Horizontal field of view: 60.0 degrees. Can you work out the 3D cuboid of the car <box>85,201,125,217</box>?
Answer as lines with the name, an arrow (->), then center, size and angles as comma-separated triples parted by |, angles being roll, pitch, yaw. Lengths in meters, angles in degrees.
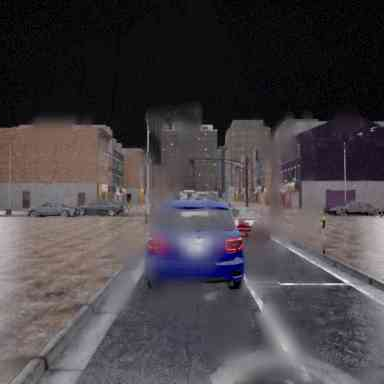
car -> -8.930, 1.613, 31.823 | 4.892, 1.490, 1.837 | 0, -2, 0

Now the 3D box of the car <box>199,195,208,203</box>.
car -> 2.769, 1.754, 81.640 | 2.192, 1.841, 5.009 | 1, -1, 0

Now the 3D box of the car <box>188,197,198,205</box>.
car -> 0.193, 1.810, 69.673 | 2.128, 1.511, 4.902 | 0, -1, 0

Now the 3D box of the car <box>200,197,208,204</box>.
car -> 2.758, 1.910, 76.369 | 1.752, 1.417, 4.829 | 1, -1, 0

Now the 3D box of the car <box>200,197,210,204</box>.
car -> 2.750, 1.857, 70.932 | 1.752, 1.417, 4.829 | 1, -1, 0

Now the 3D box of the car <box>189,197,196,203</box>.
car -> 0.114, 1.969, 84.401 | 1.837, 1.490, 4.892 | 0, -1, 0

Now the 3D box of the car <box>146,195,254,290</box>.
car -> 0.053, 1.230, 9.225 | 2.150, 2.045, 5.566 | 0, 0, -1

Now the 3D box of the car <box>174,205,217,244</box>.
car -> 0.118, 1.499, 17.015 | 1.882, 1.535, 5.008 | 0, 0, -1

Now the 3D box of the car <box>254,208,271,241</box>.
car -> 2.683, 1.462, 16.829 | 1.967, 1.590, 4.097 | 2, 0, 0

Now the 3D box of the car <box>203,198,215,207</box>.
car -> 2.729, 1.715, 54.619 | 1.752, 1.417, 4.829 | 1, 0, 0

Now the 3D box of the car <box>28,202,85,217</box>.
car -> -11.934, 1.590, 28.895 | 4.181, 1.385, 1.994 | 0, -2, 0

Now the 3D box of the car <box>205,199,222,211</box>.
car -> 2.714, 1.683, 43.576 | 1.947, 1.339, 4.313 | 1, 0, 0

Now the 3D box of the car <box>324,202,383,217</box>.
car -> 15.469, 1.621, 31.636 | 5.357, 1.411, 2.033 | 0, -2, 0

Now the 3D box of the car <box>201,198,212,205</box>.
car -> 2.742, 1.845, 65.324 | 1.947, 1.339, 4.313 | 1, -1, 0

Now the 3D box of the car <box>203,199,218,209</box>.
car -> 2.720, 1.717, 49.012 | 1.947, 1.339, 4.313 | 1, 0, 0
